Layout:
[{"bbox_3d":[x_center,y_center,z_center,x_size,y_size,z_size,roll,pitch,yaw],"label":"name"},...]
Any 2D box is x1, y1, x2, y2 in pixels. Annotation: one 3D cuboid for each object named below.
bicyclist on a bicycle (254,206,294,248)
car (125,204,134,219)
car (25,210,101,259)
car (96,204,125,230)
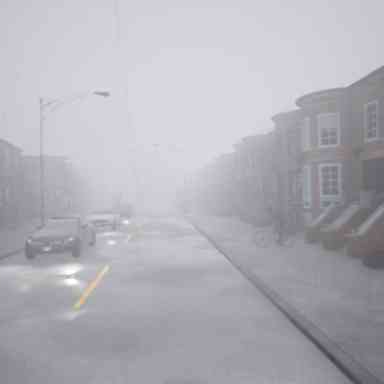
[{"bbox_3d":[3.236,1.388,13.129,1.656,1.620,0.582,-1,0,-5],"label":"bicyclist on a bicycle"},{"bbox_3d":[-7.012,1.932,33.894,2.033,1.411,5.357,-1,0,-5],"label":"car"},{"bbox_3d":[-5.235,1.727,13.831,1.812,1.442,4.674,-1,0,-6],"label":"car"},{"bbox_3d":[-6.104,1.815,23.461,1.812,1.442,4.674,-1,0,-5],"label":"car"}]
